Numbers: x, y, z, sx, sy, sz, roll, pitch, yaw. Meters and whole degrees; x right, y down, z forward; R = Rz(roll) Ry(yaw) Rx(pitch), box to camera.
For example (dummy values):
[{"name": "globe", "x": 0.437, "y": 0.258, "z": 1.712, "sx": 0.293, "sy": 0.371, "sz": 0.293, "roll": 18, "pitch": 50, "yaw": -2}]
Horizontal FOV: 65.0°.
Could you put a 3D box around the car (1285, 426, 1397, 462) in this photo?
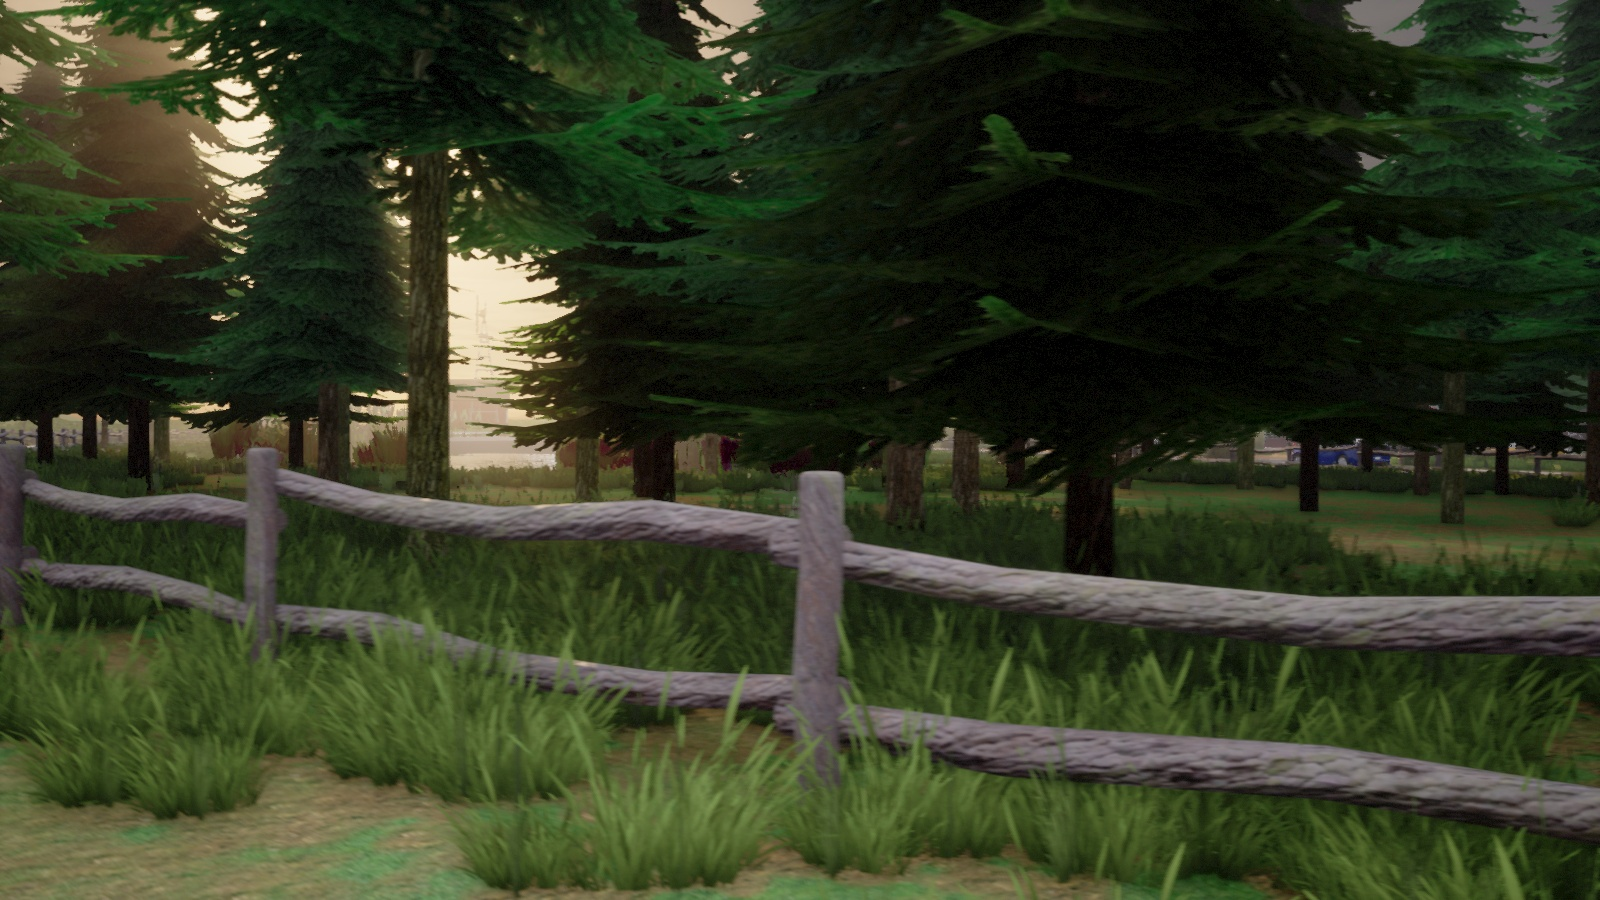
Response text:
[{"name": "car", "x": 23.985, "y": -0.282, "z": 55.890, "sx": 1.882, "sy": 1.535, "sz": 5.008, "roll": -1, "pitch": 1, "yaw": -15}]
